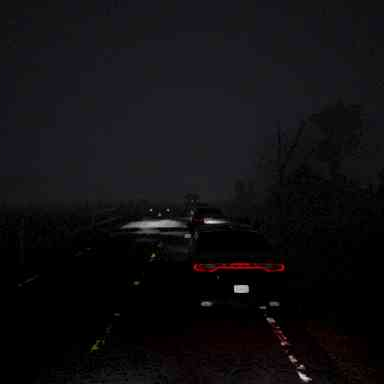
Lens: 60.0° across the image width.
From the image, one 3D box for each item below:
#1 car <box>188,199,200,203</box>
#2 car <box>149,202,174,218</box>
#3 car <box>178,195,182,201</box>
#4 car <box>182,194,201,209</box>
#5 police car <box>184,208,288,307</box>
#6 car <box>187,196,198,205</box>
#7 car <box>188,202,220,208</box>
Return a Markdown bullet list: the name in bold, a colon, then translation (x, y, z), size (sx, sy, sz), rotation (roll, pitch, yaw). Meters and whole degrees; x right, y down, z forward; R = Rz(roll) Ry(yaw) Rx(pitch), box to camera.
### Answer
- **car**: translation (0.847, 1.511, 24.068), size (1.837, 1.490, 4.892), rotation (0, 0, 0)
- **car**: translation (-2.722, 1.610, 30.113), size (1.895, 1.301, 4.718), rotation (0, 0, 0)
- **car**: translation (-2.672, 1.479, 89.000), size (2.097, 1.767, 4.553), rotation (0, 0, 0)
- **car**: translation (0.078, 1.251, 45.961), size (2.150, 2.045, 5.566), rotation (0, 0, 1)
- **police car**: translation (0.833, 1.426, 8.178), size (1.930, 1.638, 5.238), rotation (0, 0, 0)
- **car**: translation (0.054, 1.534, 60.575), size (1.882, 1.535, 5.008), rotation (0, 0, 0)
- **car**: translation (0.841, 1.508, 18.068), size (1.837, 1.490, 4.892), rotation (0, 0, 0)
